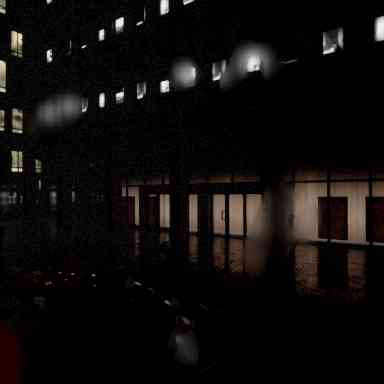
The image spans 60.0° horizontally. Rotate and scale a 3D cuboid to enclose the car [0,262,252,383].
[{"bbox_3d":[-1.523,1.545,3.985,4.507,1.381,1.887,0,0,36],"label":"car"}]
